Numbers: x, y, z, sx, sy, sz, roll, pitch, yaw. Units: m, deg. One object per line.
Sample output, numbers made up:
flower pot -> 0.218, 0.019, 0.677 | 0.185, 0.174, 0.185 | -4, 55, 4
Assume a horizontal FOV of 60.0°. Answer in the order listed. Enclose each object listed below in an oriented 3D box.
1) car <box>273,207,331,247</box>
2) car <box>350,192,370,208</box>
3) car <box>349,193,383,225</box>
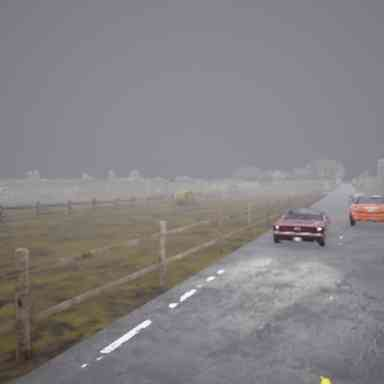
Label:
car -> 4.686, 1.340, 13.869 | 1.895, 1.301, 4.718 | 0, 1, 25
car -> 17.805, 0.813, 35.378 | 1.812, 1.442, 4.674 | 0, 1, 25
car -> 10.534, 0.961, 19.757 | 2.097, 1.767, 4.553 | 0, 1, 25
